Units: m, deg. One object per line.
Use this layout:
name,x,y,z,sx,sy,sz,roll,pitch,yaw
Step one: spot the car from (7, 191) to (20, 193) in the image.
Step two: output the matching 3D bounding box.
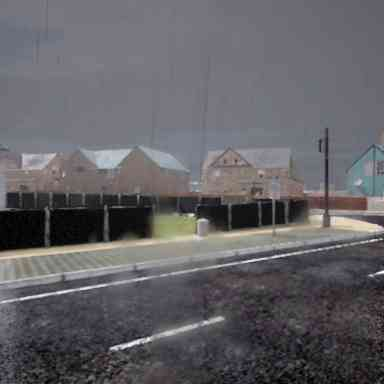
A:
car,-22.691,0.649,41.416,5.008,1.535,1.882,1,0,20

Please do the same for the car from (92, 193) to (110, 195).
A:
car,-8.817,0.887,33.532,5.008,1.535,1.882,1,0,19
